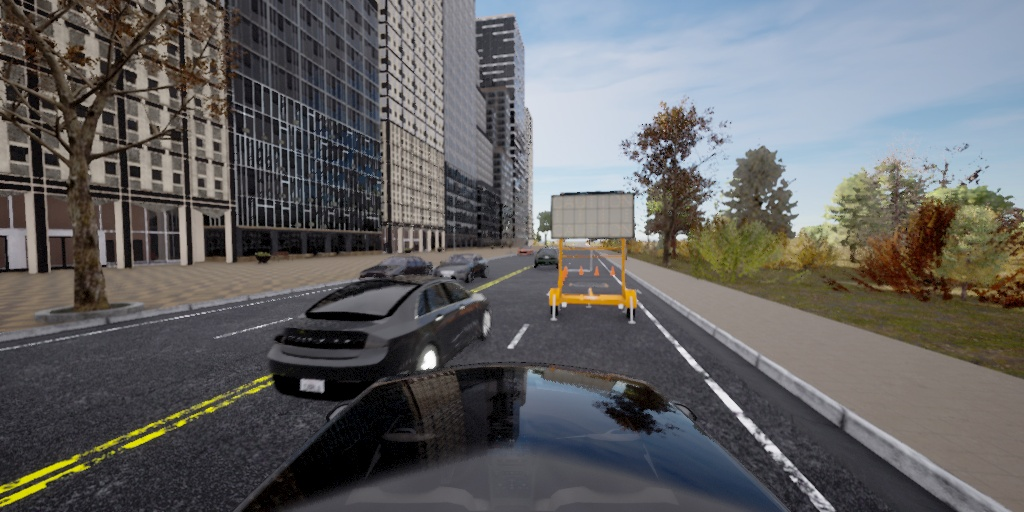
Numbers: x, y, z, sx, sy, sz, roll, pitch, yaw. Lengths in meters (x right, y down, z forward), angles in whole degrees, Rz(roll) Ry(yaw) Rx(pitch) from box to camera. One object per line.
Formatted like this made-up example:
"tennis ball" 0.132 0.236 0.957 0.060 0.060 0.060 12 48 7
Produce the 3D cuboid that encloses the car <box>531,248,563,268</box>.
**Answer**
"car" 3.265 0.060 31.211 2.097 1.767 4.553 0 2 11

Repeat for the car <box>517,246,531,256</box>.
"car" 2.246 -0.937 59.965 2.097 1.767 4.553 0 2 12

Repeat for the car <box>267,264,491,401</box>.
"car" -1.727 1.097 6.319 1.837 1.490 4.892 0 2 11

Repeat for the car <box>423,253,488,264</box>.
"car" -2.612 0.626 19.434 2.128 1.511 4.902 0 2 11

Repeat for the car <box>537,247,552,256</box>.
"car" 5.458 -0.716 59.458 1.994 1.385 4.181 0 2 12

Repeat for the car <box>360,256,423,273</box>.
"car" -5.951 0.694 19.333 2.033 1.411 5.357 0 2 11

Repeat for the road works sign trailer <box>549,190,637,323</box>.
"road works sign trailer" 2.377 -0.111 10.784 2.380 3.560 2.880 0 0 11
